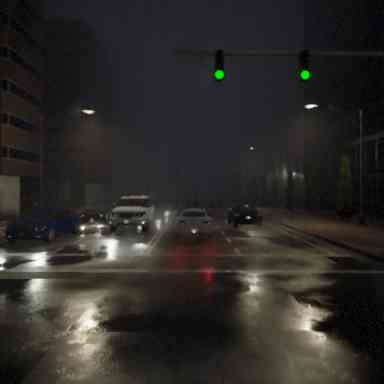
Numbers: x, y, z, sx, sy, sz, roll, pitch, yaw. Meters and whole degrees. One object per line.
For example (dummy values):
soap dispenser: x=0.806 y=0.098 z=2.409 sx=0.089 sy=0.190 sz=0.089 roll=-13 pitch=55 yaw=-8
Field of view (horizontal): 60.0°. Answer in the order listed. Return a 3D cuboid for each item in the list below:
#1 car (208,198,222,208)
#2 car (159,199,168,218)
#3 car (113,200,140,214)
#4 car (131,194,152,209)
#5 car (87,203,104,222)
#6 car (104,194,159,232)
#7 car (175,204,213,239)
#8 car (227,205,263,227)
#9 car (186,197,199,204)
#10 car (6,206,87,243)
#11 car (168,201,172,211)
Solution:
car: x=3.495 y=1.617 z=50.117 sx=1.994 sy=1.385 sz=4.181 roll=0 pitch=0 yaw=0
car: x=-3.581 y=1.514 z=30.934 sx=1.882 sy=1.535 sz=5.008 roll=0 pitch=0 yaw=0
car: x=-7.048 y=1.595 z=36.164 sx=1.994 sy=1.385 sz=4.181 roll=0 pitch=0 yaw=1
car: x=-7.017 y=1.256 z=46.856 sx=2.150 sy=2.045 sz=5.566 roll=0 pitch=0 yaw=0
car: x=-7.095 y=1.577 z=26.209 sx=2.033 sy=1.411 sz=5.357 roll=0 pitch=0 yaw=0
car: x=-3.593 y=1.256 z=20.931 sx=2.150 sy=2.045 sz=5.566 roll=0 pitch=0 yaw=0
car: x=0.094 y=1.565 z=17.580 sx=1.812 sy=1.442 sz=4.674 roll=0 pitch=0 yaw=0
car: x=3.592 y=1.610 z=23.163 sx=1.994 sy=1.385 sz=4.181 roll=0 pitch=0 yaw=0
car: x=0.083 y=1.524 z=49.103 sx=1.882 sy=1.535 sz=5.008 roll=0 pitch=0 yaw=0
car: x=-7.127 y=1.504 z=16.444 sx=1.882 sy=1.535 sz=5.008 roll=0 pitch=0 yaw=1
car: x=-3.515 y=1.602 z=40.771 sx=1.994 sy=1.385 sz=4.181 roll=0 pitch=0 yaw=0
